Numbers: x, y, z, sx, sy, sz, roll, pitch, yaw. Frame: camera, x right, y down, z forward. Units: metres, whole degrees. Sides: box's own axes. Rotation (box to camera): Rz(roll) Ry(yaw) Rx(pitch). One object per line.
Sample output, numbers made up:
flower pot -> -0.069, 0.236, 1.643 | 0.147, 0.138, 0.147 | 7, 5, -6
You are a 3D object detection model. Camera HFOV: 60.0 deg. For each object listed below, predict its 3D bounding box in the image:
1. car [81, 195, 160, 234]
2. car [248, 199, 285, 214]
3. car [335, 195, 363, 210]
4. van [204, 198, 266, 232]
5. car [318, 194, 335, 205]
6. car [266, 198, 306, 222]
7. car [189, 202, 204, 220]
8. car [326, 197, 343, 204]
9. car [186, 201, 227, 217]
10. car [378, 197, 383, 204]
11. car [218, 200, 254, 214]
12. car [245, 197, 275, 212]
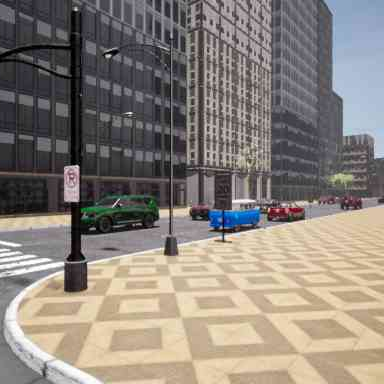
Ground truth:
car -> -4.399, 1.238, 20.035 | 2.150, 2.045, 5.566 | 0, 0, 39
car -> 8.206, 1.523, 36.337 | 2.128, 1.511, 4.902 | 0, 0, 38
car -> 21.305, 1.368, 44.439 | 2.192, 1.841, 5.009 | 0, 0, 38
van -> 2.704, 1.368, 20.224 | 1.690, 1.788, 3.998 | 0, 0, 38
car -> 25.291, 1.380, 62.463 | 2.192, 1.841, 5.009 | 0, 0, 38
car -> 7.684, 1.472, 26.839 | 1.967, 1.590, 4.097 | 0, 0, 38
car -> 1.819, 1.624, 28.102 | 1.895, 1.301, 4.718 | 0, 0, 38
car -> 28.696, 1.624, 66.862 | 2.008, 1.369, 4.403 | 0, 0, 38
car -> 1.452, 1.604, 31.663 | 1.802, 1.307, 4.206 | 0, 0, 38
car -> 38.332, 1.658, 66.437 | 1.947, 1.339, 4.313 | 0, 0, 38
car -> 4.858, 1.571, 36.064 | 1.887, 1.381, 4.507 | 0, 0, 38
car -> 8.263, 1.471, 40.463 | 1.967, 1.590, 4.097 | 0, 0, 38
